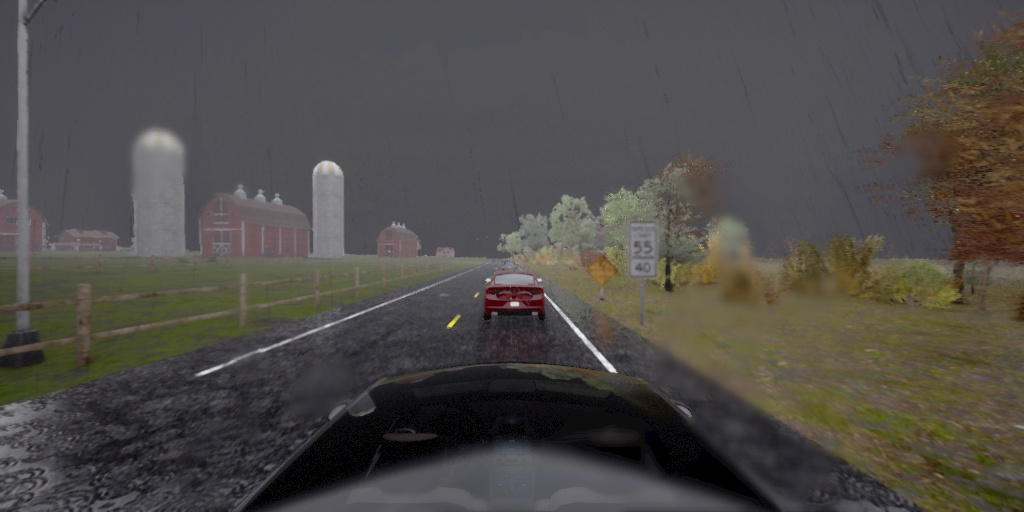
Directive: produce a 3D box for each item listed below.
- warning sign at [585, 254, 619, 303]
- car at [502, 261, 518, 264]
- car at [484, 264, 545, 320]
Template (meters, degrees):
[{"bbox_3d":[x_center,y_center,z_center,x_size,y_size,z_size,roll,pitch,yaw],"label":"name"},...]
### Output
[{"bbox_3d":[3.523,0.860,14.107,1.300,1.860,1.060,0,0,0],"label":"warning sign"},{"bbox_3d":[-0.269,1.304,41.604,1.994,1.385,4.181,0,0,-1],"label":"car"},{"bbox_3d":[0.073,1.223,12.728,1.882,1.535,5.008,0,0,0],"label":"car"}]
